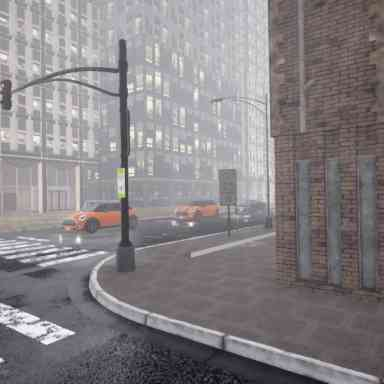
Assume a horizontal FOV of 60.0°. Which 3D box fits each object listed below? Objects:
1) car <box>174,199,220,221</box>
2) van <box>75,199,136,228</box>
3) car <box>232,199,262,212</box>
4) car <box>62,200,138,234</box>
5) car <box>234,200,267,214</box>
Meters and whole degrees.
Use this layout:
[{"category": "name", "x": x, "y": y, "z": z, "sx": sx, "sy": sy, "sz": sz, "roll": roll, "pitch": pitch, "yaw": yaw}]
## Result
[{"category": "car", "x": 0.484, "y": 1.435, "z": 28.080, "sx": 2.097, "sy": 1.767, "sz": 4.553, "roll": -1, "pitch": -1, "yaw": 36}, {"category": "van", "x": -5.989, "y": 1.460, "z": 23.534, "sx": 1.690, "sy": 1.788, "sz": 3.998, "roll": -2, "pitch": -1, "yaw": 36}, {"category": "car", "x": 6.896, "y": 1.689, "z": 41.407, "sx": 1.752, "sy": 1.417, "sz": 4.829, "roll": -2, "pitch": -1, "yaw": 36}, {"category": "car", "x": -5.426, "y": 1.416, "z": 19.935, "sx": 2.097, "sy": 1.767, "sz": 4.553, "roll": -1, "pitch": -1, "yaw": 37}, {"category": "car", "x": 6.547, "y": 1.595, "z": 36.476, "sx": 2.128, "sy": 1.511, "sz": 4.902, "roll": -1, "pitch": -1, "yaw": 36}]
